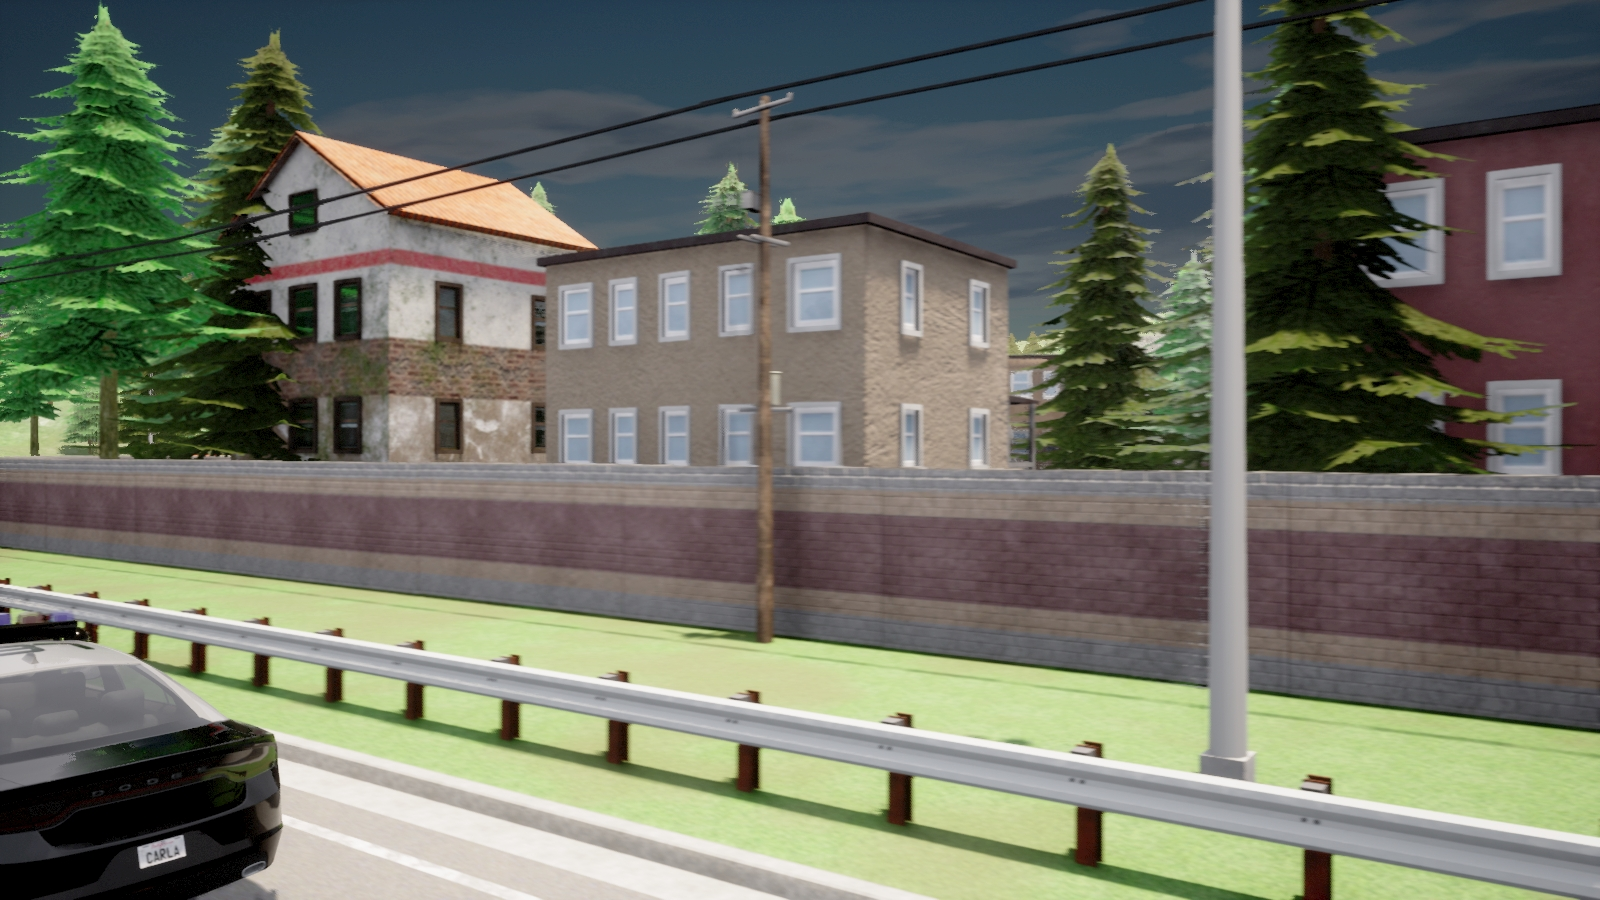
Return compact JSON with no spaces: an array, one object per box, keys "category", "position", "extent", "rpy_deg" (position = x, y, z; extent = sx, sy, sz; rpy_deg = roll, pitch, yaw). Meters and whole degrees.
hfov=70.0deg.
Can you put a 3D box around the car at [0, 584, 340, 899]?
[{"category":"car","position":[-5.589,1.982,7.699],"extent":[5.238,1.638,2.097],"rpy_deg":[0,0,35]}]
